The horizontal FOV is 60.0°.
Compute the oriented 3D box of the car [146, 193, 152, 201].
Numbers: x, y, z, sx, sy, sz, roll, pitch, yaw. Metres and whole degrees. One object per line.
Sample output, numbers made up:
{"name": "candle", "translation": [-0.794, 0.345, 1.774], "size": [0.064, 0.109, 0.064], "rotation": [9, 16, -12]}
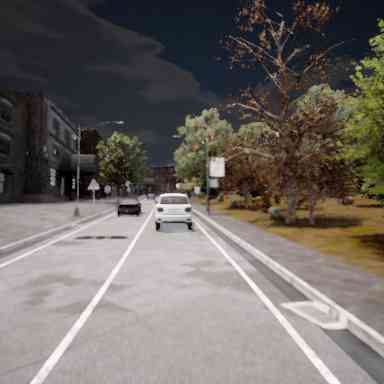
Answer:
{"name": "car", "translation": [-8.823, 1.070, 72.146], "size": [1.882, 1.535, 5.008], "rotation": [0, 0, -5]}

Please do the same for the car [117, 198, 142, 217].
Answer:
{"name": "car", "translation": [-5.612, 1.328, 30.172], "size": [1.882, 1.535, 5.008], "rotation": [0, 0, -4]}

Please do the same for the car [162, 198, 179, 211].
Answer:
{"name": "car", "translation": [-2.640, 1.411, 39.511], "size": [1.895, 1.301, 4.718], "rotation": [0, 0, -5]}

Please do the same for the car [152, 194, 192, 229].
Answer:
{"name": "car", "translation": [-1.190, 1.134, 21.052], "size": [2.150, 2.045, 5.566], "rotation": [0, 0, -4]}
